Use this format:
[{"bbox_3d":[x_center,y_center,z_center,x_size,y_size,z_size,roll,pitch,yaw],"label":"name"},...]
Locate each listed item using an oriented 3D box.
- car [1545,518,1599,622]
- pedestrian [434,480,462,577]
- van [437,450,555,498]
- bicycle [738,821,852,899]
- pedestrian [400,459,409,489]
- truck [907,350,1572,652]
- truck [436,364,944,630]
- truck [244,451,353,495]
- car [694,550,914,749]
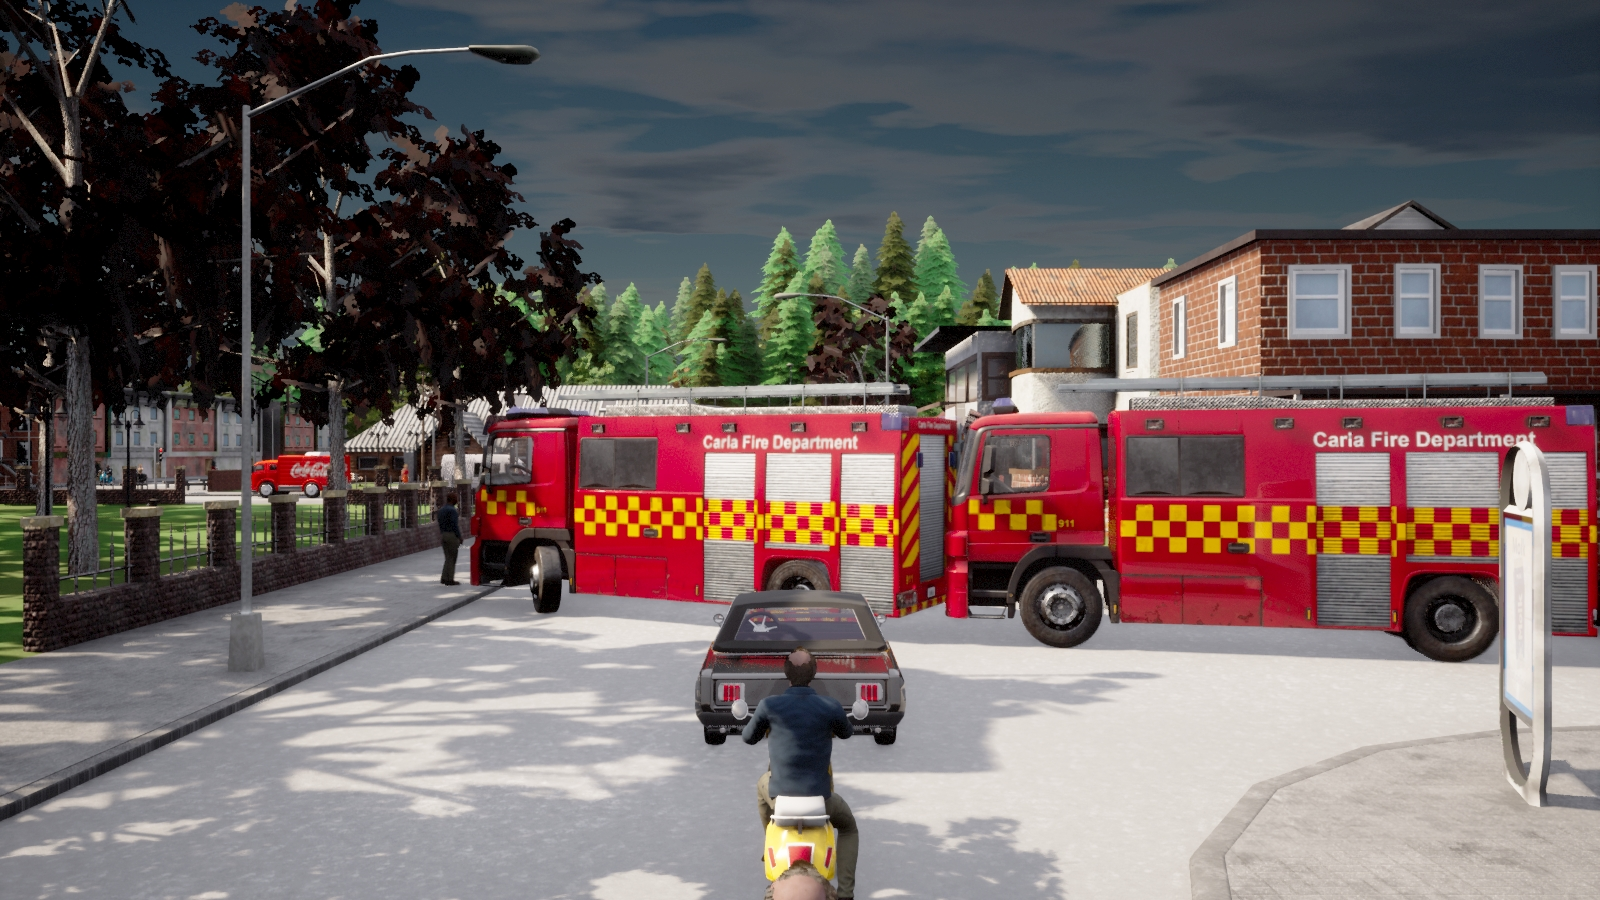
[{"bbox_3d":[14.379,1.835,17.290,4.792,1.488,2.163,0,0,0],"label":"car"},{"bbox_3d":[-6.865,1.515,22.303,0.375,1.860,0.375,0,0,41],"label":"pedestrian"},{"bbox_3d":[-16.612,1.289,62.612,5.915,2.561,1.988,0,0,0],"label":"van"},{"bbox_3d":[-0.015,1.938,3.086,0.329,1.271,1.835,0,0,0],"label":"bicycle"},{"bbox_3d":[-24.495,1.496,70.791,0.375,1.860,0.375,0,0,33],"label":"pedestrian"},{"bbox_3d":[5.984,0.661,16.861,8.468,3.827,2.891,0,0,13],"label":"truck"},{"bbox_3d":[-2.040,0.664,19.657,8.468,3.827,2.891,0,0,27],"label":"truck"},{"bbox_3d":[-29.165,1.318,66.623,5.204,2.467,2.627,0,0,0],"label":"truck"},{"bbox_3d":[0.033,1.930,12.217,1.895,1.301,4.718,0,0,0],"label":"car"}]
